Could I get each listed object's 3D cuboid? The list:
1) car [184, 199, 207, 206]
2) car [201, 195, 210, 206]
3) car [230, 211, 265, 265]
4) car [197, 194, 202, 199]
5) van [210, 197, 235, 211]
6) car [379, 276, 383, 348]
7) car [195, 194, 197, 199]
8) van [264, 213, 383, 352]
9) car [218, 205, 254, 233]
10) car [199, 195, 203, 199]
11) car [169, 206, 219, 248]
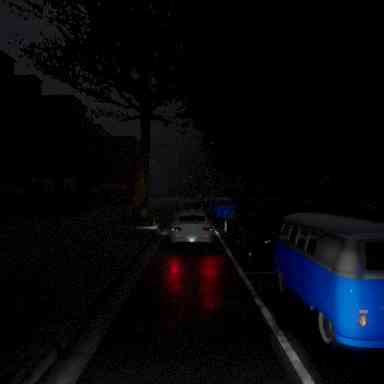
[{"bbox_3d":[0.000,1.591,29.652,2.033,1.411,5.357,0,0,0],"label":"car"},{"bbox_3d":[2.647,1.594,49.734,1.752,1.417,4.829,1,0,0],"label":"car"},{"bbox_3d":[2.648,1.569,11.418,1.947,1.339,4.313,1,0,0],"label":"car"},{"bbox_3d":[2.648,1.432,65.912,2.192,1.841,5.009,1,0,0],"label":"car"},{"bbox_3d":[2.650,1.365,27.766,1.690,1.788,3.998,1,0,0],"label":"van"},{"bbox_3d":[2.648,1.523,0.689,1.752,1.417,4.829,1,0,0],"label":"car"},{"bbox_3d":[2.645,1.773,92.342,1.887,1.381,4.507,1,0,0],"label":"car"},{"bbox_3d":[2.651,1.340,5.968,1.690,1.788,3.998,1,0,0],"label":"van"},{"bbox_3d":[2.648,1.559,16.867,2.008,1.369,4.403,1,0,0],"label":"car"},{"bbox_3d":[2.646,1.681,60.462,1.802,1.307,4.206,1,0,0],"label":"car"},{"bbox_3d":[0.000,1.540,14.650,1.812,1.442,4.674,0,0,0],"label":"car"}]
